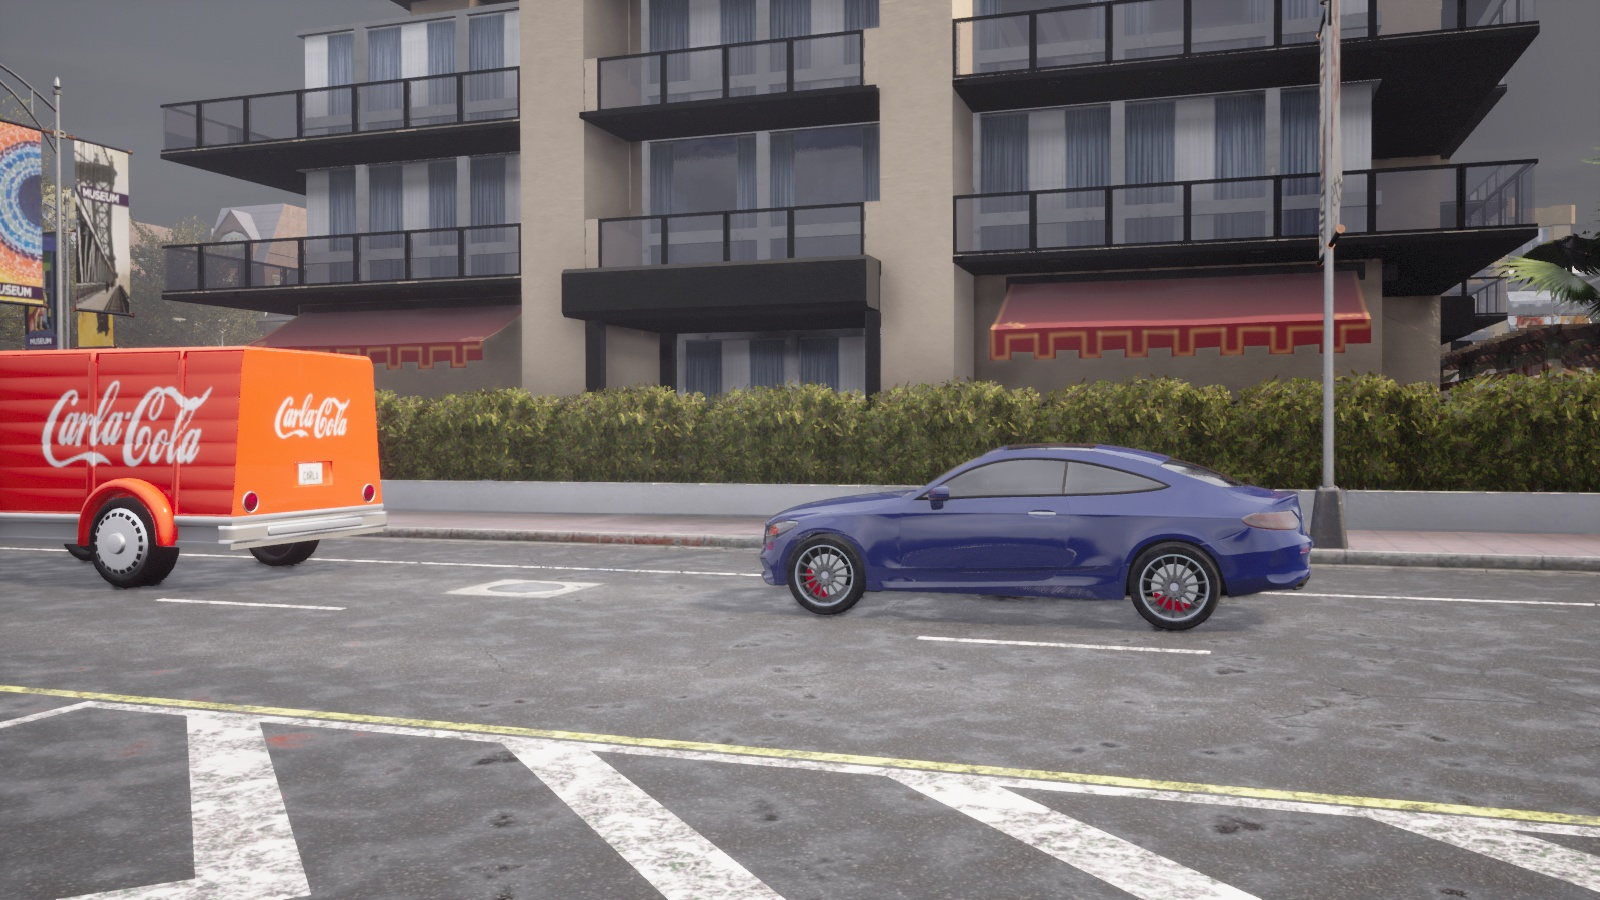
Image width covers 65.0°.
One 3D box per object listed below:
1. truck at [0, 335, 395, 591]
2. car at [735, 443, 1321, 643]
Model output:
[{"bbox_3d":[-7.581,0.085,14.149,5.204,2.467,2.627,1,1,19],"label":"truck"},{"bbox_3d":[1.945,0.684,10.949,4.674,1.442,1.812,1,1,18],"label":"car"}]
